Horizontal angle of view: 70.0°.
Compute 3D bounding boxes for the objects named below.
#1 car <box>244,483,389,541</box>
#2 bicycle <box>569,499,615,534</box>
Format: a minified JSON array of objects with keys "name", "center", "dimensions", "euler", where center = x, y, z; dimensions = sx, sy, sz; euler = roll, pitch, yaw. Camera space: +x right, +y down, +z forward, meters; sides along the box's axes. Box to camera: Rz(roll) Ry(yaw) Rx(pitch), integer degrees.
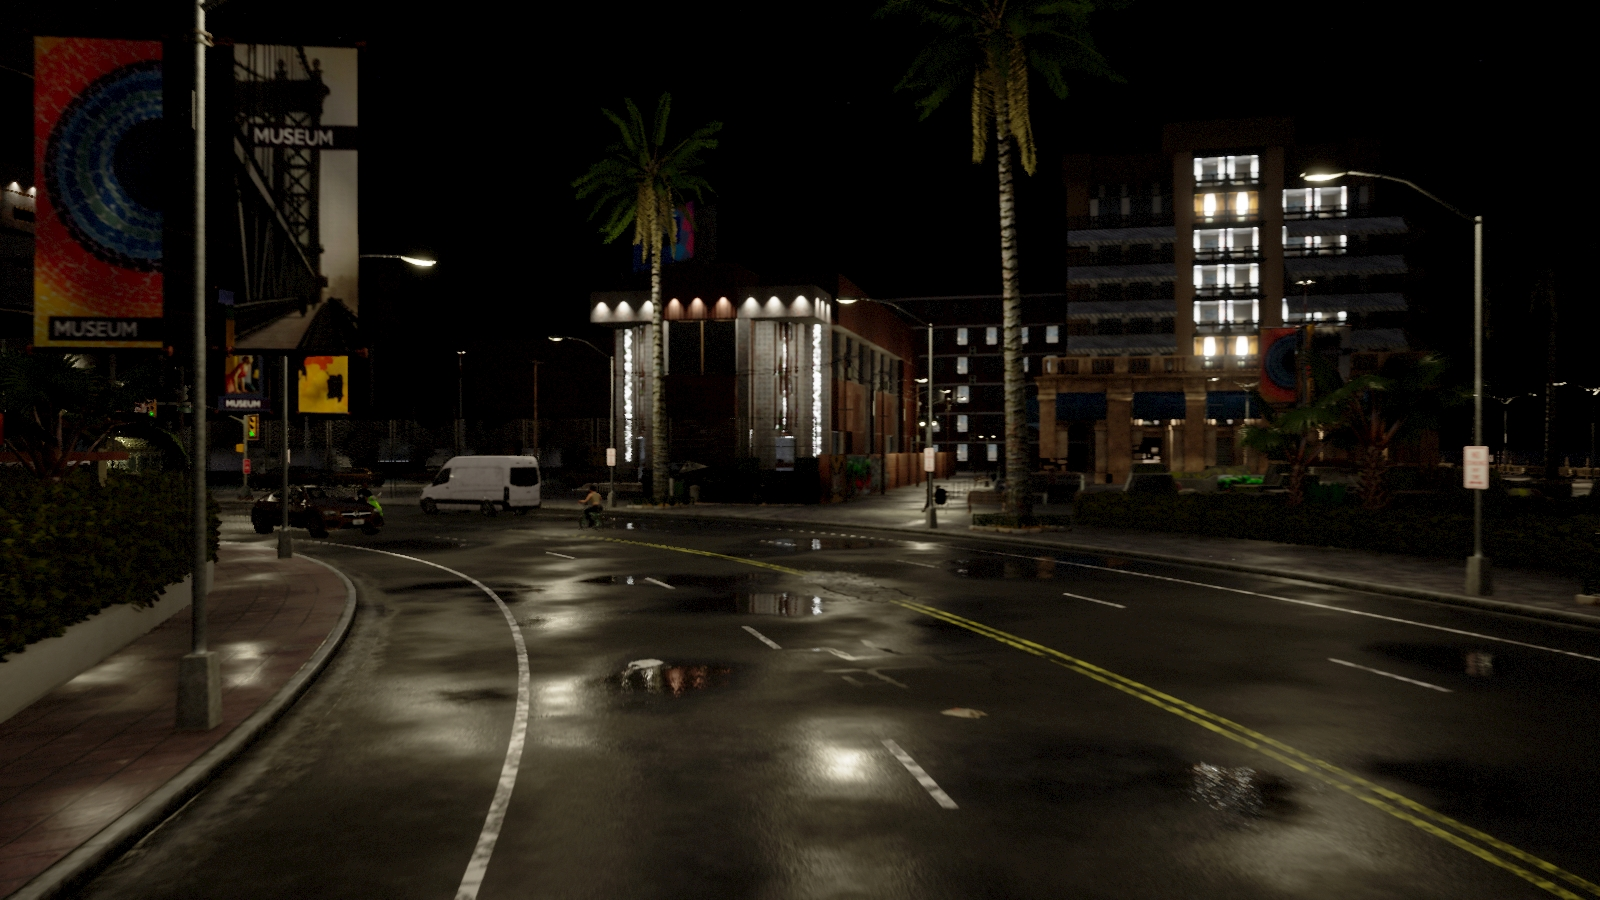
[{"name":"car","center":[-16.090,1.997,37.893],"dimensions":[5.027,1.651,2.152],"euler":[0,0,36]},{"name":"bicycle","center":[-7.088,2.259,38.898],"dimensions":[0.859,1.080,1.487],"euler":[0,0,-42]}]
